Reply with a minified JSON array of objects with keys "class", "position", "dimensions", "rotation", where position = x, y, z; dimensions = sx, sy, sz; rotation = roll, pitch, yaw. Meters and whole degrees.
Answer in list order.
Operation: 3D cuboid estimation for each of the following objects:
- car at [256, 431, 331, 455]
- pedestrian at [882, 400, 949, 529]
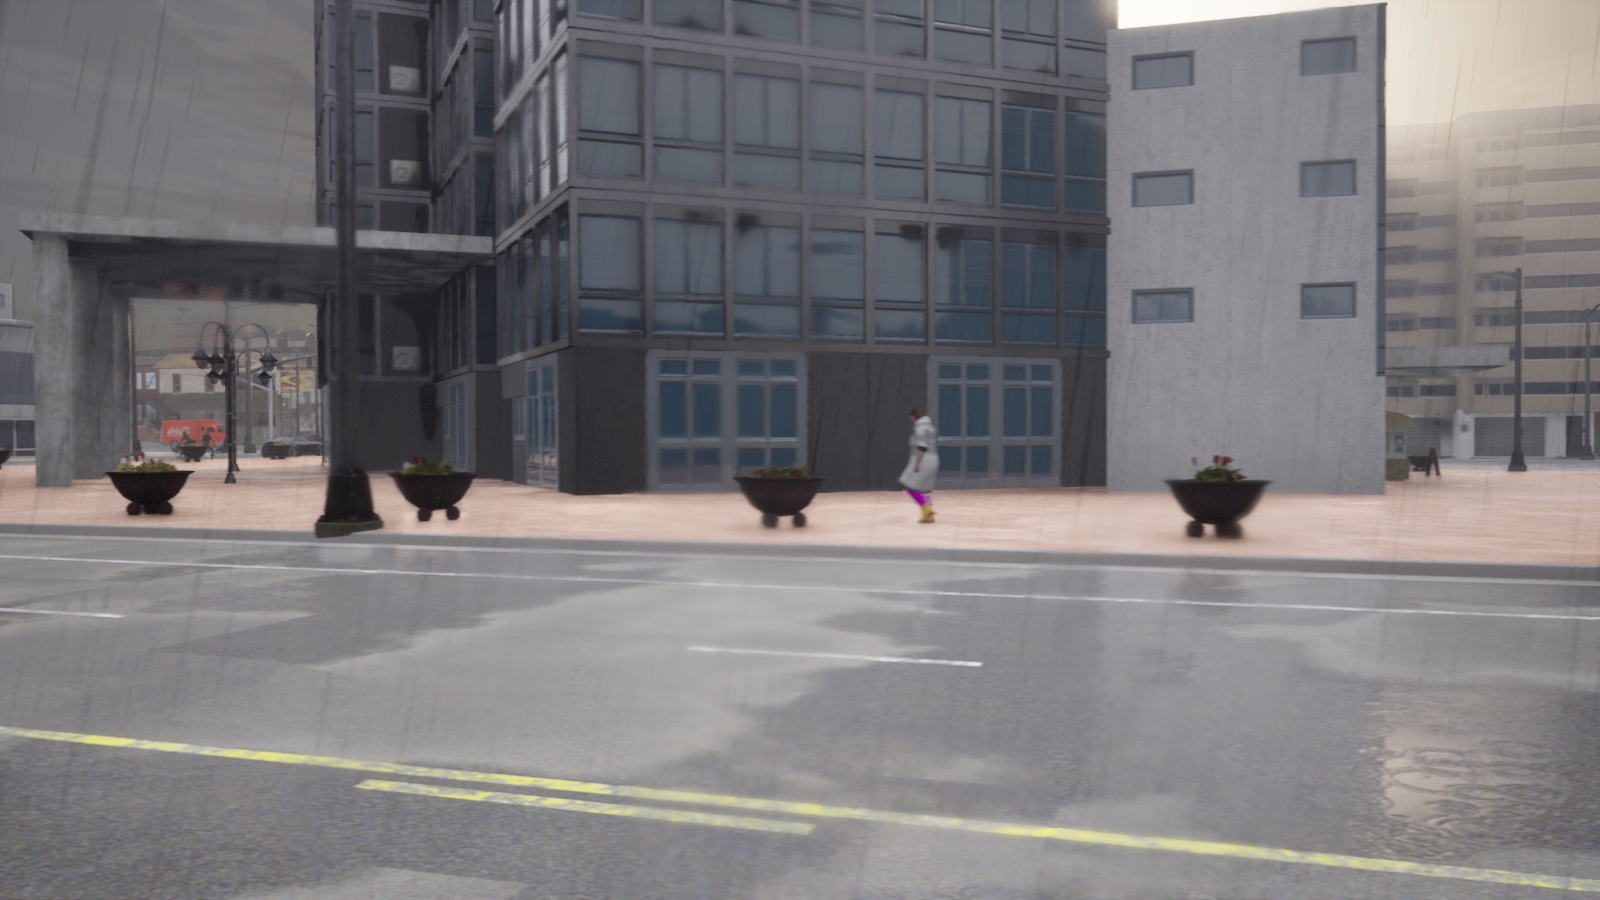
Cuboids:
[{"class":"car","position":[-30.207,-0.424,75.036],"dimensions":[1.994,1.385,4.181],"rotation":[1,1,17]},{"class":"pedestrian","position":[1.780,0.208,19.370],"dimensions":[0.873,1.952,0.659],"rotation":[1,1,21]}]
